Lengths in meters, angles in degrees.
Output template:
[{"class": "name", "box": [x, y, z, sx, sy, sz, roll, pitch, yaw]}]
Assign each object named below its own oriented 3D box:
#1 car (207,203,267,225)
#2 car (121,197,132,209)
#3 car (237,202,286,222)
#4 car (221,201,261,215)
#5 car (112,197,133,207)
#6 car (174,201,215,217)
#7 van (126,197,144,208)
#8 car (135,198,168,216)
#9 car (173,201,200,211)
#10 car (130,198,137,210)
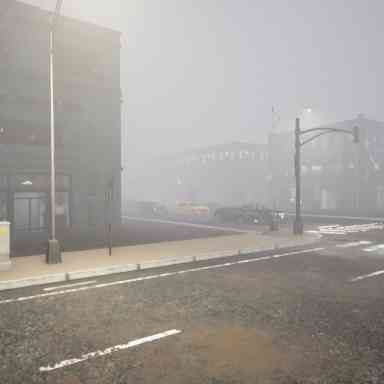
[{"class": "car", "box": [3.510, 1.814, 26.575, 1.947, 1.339, 4.313, -1, 0, -35]}, {"class": "car", "box": [-10.741, 2.049, 56.845, 2.128, 1.511, 4.902, -1, 0, -35]}, {"class": "car", "box": [5.686, 1.713, 28.208, 2.128, 1.511, 4.902, -1, 0, -35]}, {"class": "car", "box": [5.606, 1.809, 38.301, 2.008, 1.369, 4.403, -2, 0, -35]}, {"class": "car", "box": [-13.639, 1.939, 65.370, 2.192, 1.841, 5.009, -1, 0, -35]}, {"class": "car", "box": [-0.111, 1.814, 36.372, 1.882, 1.535, 5.008, -1, 0, -36]}, {"class": "van", "box": [-10.431, 1.906, 60.859, 1.690, 1.788, 3.998, -1, 0, -35]}, {"class": "car", "box": [-4.433, 1.846, 37.956, 1.967, 1.590, 4.097, -1, 0, -35]}, {"class": "car", "box": [-0.805, 1.965, 47.324, 1.802, 1.307, 4.206, -2, 0, -35]}, {"class": "car", "box": [-6.105, 1.930, 44.821, 1.882, 1.535, 5.008, -1, 0, -35]}]
